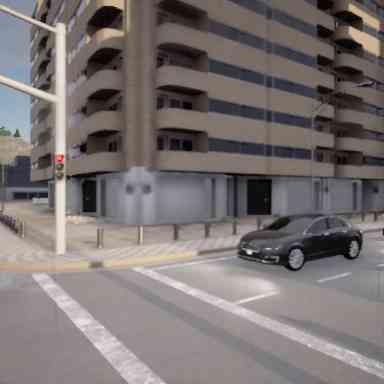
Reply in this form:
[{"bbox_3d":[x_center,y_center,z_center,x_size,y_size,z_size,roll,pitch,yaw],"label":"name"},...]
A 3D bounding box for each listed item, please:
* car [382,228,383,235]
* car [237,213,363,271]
[{"bbox_3d":[10.989,1.535,15.881,4.181,1.385,1.994,0,0,-33],"label":"car"},{"bbox_3d":[3.650,1.476,10.857,4.892,1.490,1.837,0,0,-34],"label":"car"}]
